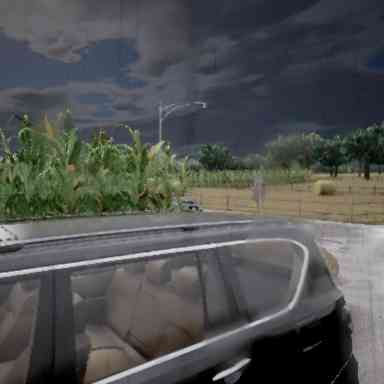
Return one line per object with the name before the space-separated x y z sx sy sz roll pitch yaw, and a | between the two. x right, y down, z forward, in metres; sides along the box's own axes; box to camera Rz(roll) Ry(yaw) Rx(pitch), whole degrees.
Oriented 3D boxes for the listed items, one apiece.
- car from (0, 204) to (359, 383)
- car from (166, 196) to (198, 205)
car | -1.204 1.227 2.090 5.566 2.045 2.150 0 0 -35
car | -0.996 1.036 25.723 1.994 1.385 4.181 -1 2 -35
